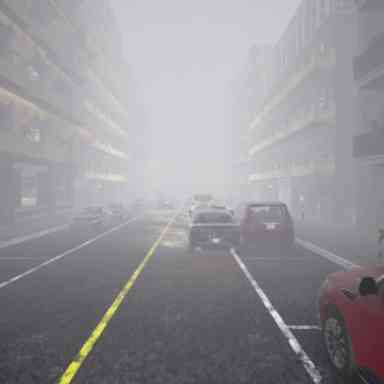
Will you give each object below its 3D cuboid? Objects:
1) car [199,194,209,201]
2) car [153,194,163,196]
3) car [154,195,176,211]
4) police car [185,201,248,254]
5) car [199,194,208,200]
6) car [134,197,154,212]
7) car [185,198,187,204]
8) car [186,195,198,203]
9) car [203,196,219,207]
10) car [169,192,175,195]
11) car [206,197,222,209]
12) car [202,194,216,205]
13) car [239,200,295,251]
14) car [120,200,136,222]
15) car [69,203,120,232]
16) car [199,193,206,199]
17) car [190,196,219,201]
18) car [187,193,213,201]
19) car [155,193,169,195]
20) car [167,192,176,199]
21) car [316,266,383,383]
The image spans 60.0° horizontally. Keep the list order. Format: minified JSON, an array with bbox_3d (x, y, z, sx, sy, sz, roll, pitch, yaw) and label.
[{"bbox_3d":[2.684,1.219,75.277,1.947,1.339,4.313,-1,0,0],"label":"car"},{"bbox_3d":[-5.698,1.332,47.297,2.008,1.369,4.403,-1,0,0],"label":"car"},{"bbox_3d":[-3.080,1.385,38.577,1.994,1.385,4.181,0,0,0],"label":"car"},{"bbox_3d":[0.797,1.363,13.402,1.930,1.638,5.238,0,0,0],"label":"police car"},{"bbox_3d":[2.685,1.179,80.880,2.008,1.369,4.403,-1,0,0],"label":"car"},{"bbox_3d":[-5.698,1.383,36.093,2.008,1.369,4.403,-1,0,0],"label":"car"},{"bbox_3d":[0.016,1.334,49.548,1.994,1.385,4.181,0,0,0],"label":"car"},{"bbox_3d":[0.003,1.287,59.924,1.994,1.385,4.181,0,0,0],"label":"car"},{"bbox_3d":[2.682,1.346,47.268,1.947,1.339,4.313,-1,0,0],"label":"car"},{"bbox_3d":[-5.695,1.154,86.511,2.008,1.369,4.403,-1,0,0],"label":"car"},{"bbox_3d":[2.682,1.331,41.836,1.752,1.417,4.829,-1,0,0],"label":"car"},{"bbox_3d":[2.681,1.195,52.869,1.967,1.590,4.097,-1,0,0],"label":"car"},{"bbox_3d":[2.677,1.251,13.655,2.192,1.841,5.009,-1,0,0],"label":"car"},{"bbox_3d":[-5.699,1.466,24.889,1.802,1.307,4.206,-1,0,0],"label":"car"},{"bbox_3d":[-5.699,1.492,19.287,1.802,1.307,4.206,-1,0,0],"label":"car"},{"bbox_3d":[2.685,1.128,86.652,1.752,1.417,4.829,-1,0,0],"label":"car"},{"bbox_3d":[0.901,1.346,23.476,1.801,1.575,5.366,0,0,0],"label":"car"},{"bbox_3d":[0.902,1.088,29.316,2.150,2.045,5.566,0,0,0],"label":"car"},{"bbox_3d":[-5.700,1.045,58.500,2.192,1.841,5.009,-1,0,0],"label":"car"},{"bbox_3d":[-5.698,0.894,92.112,2.192,1.841,5.009,-1,0,0],"label":"car"},{"bbox_3d":[2.676,1.303,2.451,2.192,1.841,5.009,-1,0,0],"label":"car"}]
